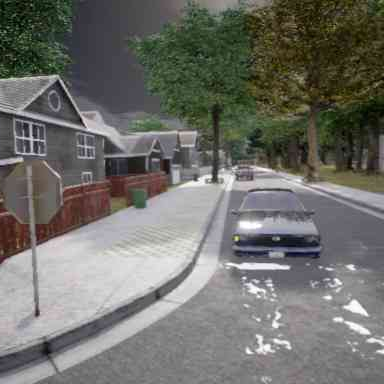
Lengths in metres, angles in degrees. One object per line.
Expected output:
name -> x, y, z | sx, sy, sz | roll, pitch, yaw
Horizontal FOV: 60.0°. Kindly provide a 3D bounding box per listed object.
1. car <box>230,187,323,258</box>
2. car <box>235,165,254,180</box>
car -> 2.125, 0.608, 9.103 | 2.033, 1.411, 5.357 | -1, 5, 10
car -> 6.188, -2.435, 39.460 | 2.097, 1.767, 4.553 | -1, 5, 8
